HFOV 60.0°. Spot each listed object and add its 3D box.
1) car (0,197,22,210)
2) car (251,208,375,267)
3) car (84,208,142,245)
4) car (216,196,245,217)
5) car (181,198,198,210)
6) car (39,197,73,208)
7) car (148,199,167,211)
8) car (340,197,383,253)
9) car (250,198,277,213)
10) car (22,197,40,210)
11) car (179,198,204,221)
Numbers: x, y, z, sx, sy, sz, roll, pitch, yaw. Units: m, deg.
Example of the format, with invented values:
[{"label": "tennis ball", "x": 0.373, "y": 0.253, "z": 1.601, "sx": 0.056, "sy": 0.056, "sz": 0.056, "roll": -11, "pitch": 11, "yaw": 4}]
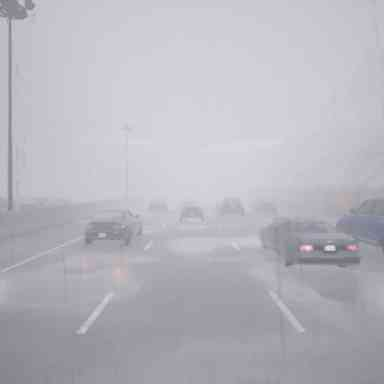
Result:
[{"label": "car", "x": -21.439, "y": 1.273, "z": 36.950, "sx": 2.128, "sy": 1.511, "sz": 4.902, "roll": 0, "pitch": 0, "yaw": -1}, {"label": "car", "x": 3.600, "y": 1.495, "z": 11.189, "sx": 2.033, "sy": 1.411, "sz": 5.357, "roll": 0, "pitch": 0, "yaw": 0}, {"label": "car", "x": -3.405, "y": 1.444, "z": 14.896, "sx": 1.812, "sy": 1.442, "sz": 4.674, "roll": 0, "pitch": 0, "yaw": 0}, {"label": "car", "x": 3.377, "y": 1.202, "z": 30.055, "sx": 2.097, "sy": 1.767, "sz": 4.553, "roll": 0, "pitch": 0, "yaw": -1}, {"label": "car", "x": -0.343, "y": 1.395, "z": 40.211, "sx": 1.895, "sy": 1.301, "sz": 4.718, "roll": 0, "pitch": 0, "yaw": -1}, {"label": "car", "x": -14.437, "y": 1.320, "z": 36.216, "sx": 1.812, "sy": 1.442, "sz": 4.674, "roll": 0, "pitch": 0, "yaw": -1}, {"label": "car", "x": -3.785, "y": 1.403, "z": 37.620, "sx": 1.895, "sy": 1.301, "sz": 4.718, "roll": 0, "pitch": 0, "yaw": -1}, {"label": "car", "x": 7.104, "y": 1.173, "z": 11.648, "sx": 2.150, "sy": 2.045, "sz": 5.566, "roll": 0, "pitch": 1, "yaw": 0}, {"label": "car", "x": 6.839, "y": 1.352, "z": 32.104, "sx": 1.837, "sy": 1.490, "sz": 4.892, "roll": 0, "pitch": 1, "yaw": -1}, {"label": "car", "x": -17.992, "y": 1.324, "z": 38.919, "sx": 2.033, "sy": 1.411, "sz": 5.357, "roll": 0, "pitch": 0, "yaw": -1}, {"label": "car", "x": -0.039, "y": 1.393, "z": 25.880, "sx": 1.812, "sy": 1.442, "sz": 4.674, "roll": 0, "pitch": 0, "yaw": -1}]
